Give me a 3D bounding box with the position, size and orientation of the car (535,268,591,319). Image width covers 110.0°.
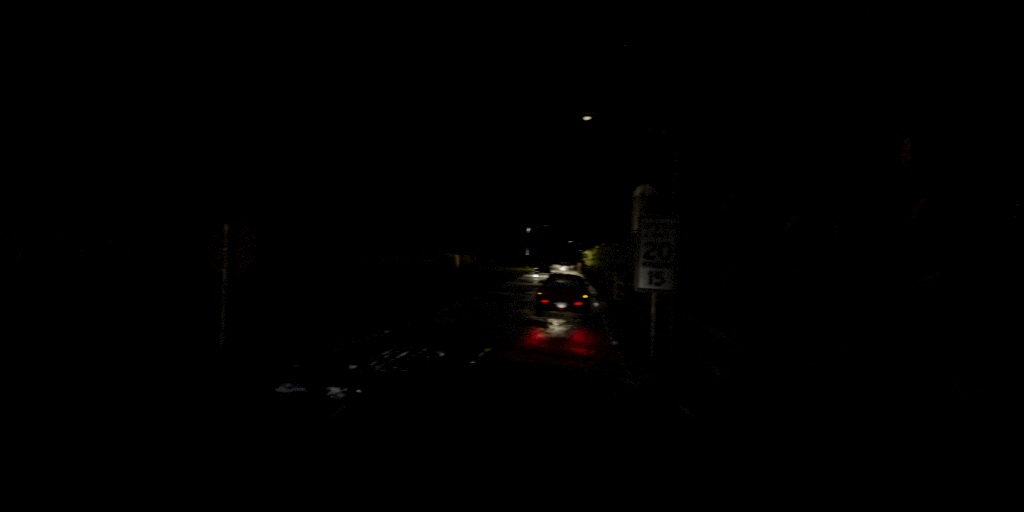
[{"bbox_3d":[1.950,1.379,13.461,1.812,1.442,4.674,3,0,10],"label":"car"}]

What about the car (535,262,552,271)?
[{"bbox_3d":[3.957,1.487,44.686,1.882,1.535,5.008,3,0,8],"label":"car"}]
